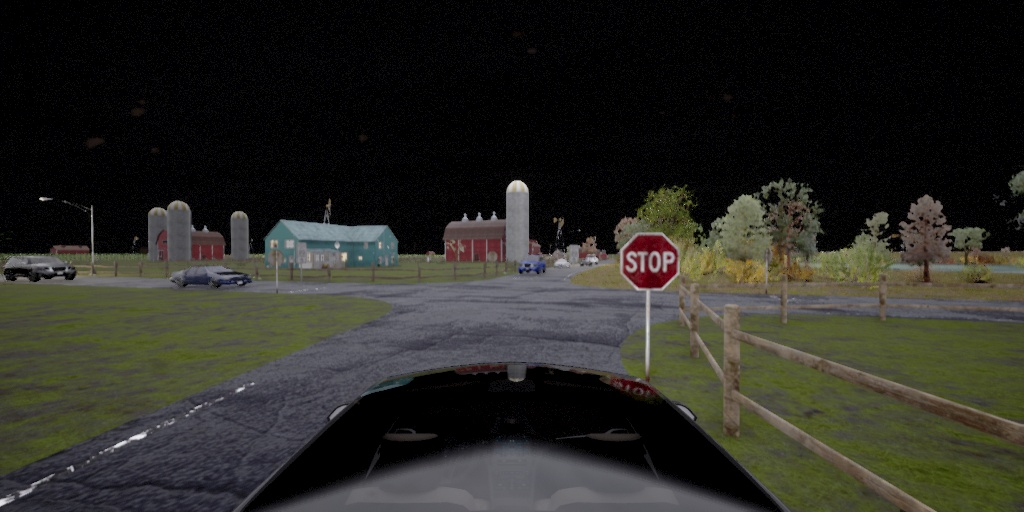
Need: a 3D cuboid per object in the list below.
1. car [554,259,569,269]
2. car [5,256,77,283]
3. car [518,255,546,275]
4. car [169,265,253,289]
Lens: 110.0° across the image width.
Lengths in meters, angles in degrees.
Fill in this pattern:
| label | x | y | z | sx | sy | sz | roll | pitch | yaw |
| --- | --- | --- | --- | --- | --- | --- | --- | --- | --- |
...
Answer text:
| label | x | y | z | sx | sy | sz | roll | pitch | yaw |
| --- | --- | --- | --- | --- | --- | --- | --- | --- | --- |
| car | 7.940 | 1.217 | 57.064 | 1.812 | 1.442 | 4.674 | 0 | 0 | 19 |
| car | -38.497 | 1.027 | 29.265 | 5.566 | 2.045 | 2.150 | 0 | 1 | 17 |
| car | 2.267 | 0.929 | 38.906 | 2.150 | 2.045 | 5.566 | 0 | 0 | 15 |
| car | -19.679 | 1.313 | 23.413 | 5.357 | 1.411 | 2.033 | 0 | 1 | 17 |
